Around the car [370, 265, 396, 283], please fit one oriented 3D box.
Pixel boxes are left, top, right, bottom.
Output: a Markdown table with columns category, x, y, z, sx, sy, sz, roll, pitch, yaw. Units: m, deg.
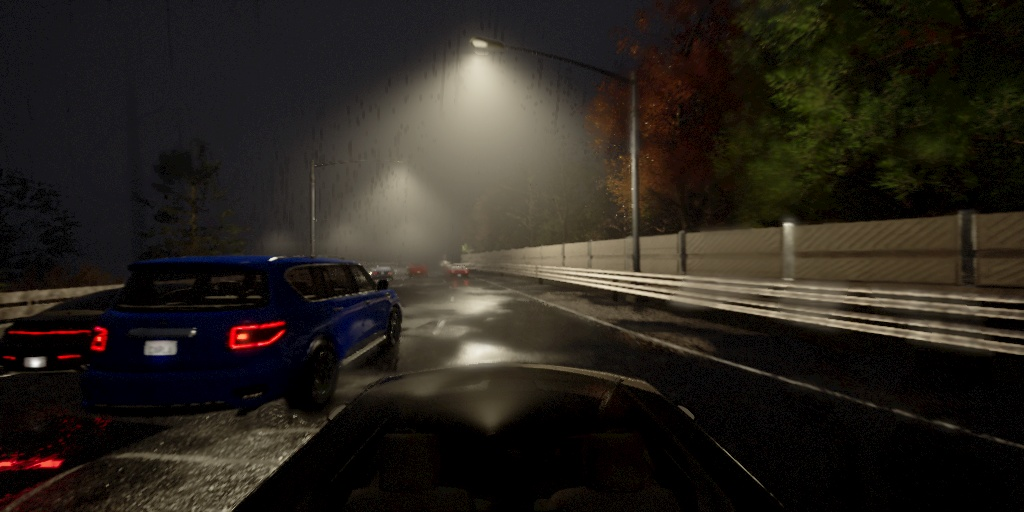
| category | x | y | z | sx | sy | sz | roll | pitch | yaw |
| --- | --- | --- | --- | --- | --- | --- | --- | --- | --- |
| car | -11.981 | 1.584 | 33.524 | 2.033 | 1.411 | 5.357 | 0 | 0 | -17 |

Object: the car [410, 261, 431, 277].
| category | x | y | z | sx | sy | sz | roll | pitch | yaw |
| --- | --- | --- | --- | --- | --- | --- | --- | --- | --- |
| car | -10.635 | 1.547 | 40.196 | 1.882 | 1.535 | 5.008 | 0 | 0 | -20 |

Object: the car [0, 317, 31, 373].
| category | x | y | z | sx | sy | sz | roll | pitch | yaw |
| --- | --- | --- | --- | --- | --- | --- | --- | --- | --- |
| car | -7.218 | 1.346 | 7.755 | 1.837 | 1.490 | 4.892 | 0 | 0 | -3 |

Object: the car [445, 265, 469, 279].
| category | x | y | z | sx | sy | sz | roll | pitch | yaw |
| --- | --- | --- | --- | --- | --- | --- | --- | --- | --- |
| car | -5.750 | 1.613 | 36.900 | 1.895 | 1.301 | 4.718 | 0 | 0 | -18 |

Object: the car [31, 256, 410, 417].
| category | x | y | z | sx | sy | sz | roll | pitch | yaw |
| --- | --- | --- | --- | --- | --- | --- | --- | --- | --- |
| car | -3.610 | 1.026 | 6.251 | 2.150 | 2.045 | 5.566 | 0 | 0 | -2 |
